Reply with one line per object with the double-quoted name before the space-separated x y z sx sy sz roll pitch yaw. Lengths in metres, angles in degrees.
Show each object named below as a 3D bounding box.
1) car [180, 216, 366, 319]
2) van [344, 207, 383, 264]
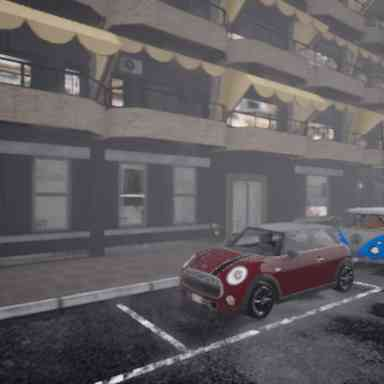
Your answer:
"car" 1.723 1.453 7.322 4.097 1.590 1.967 0 0 -36
"van" 6.229 1.367 10.538 3.998 1.788 1.690 0 0 -36
